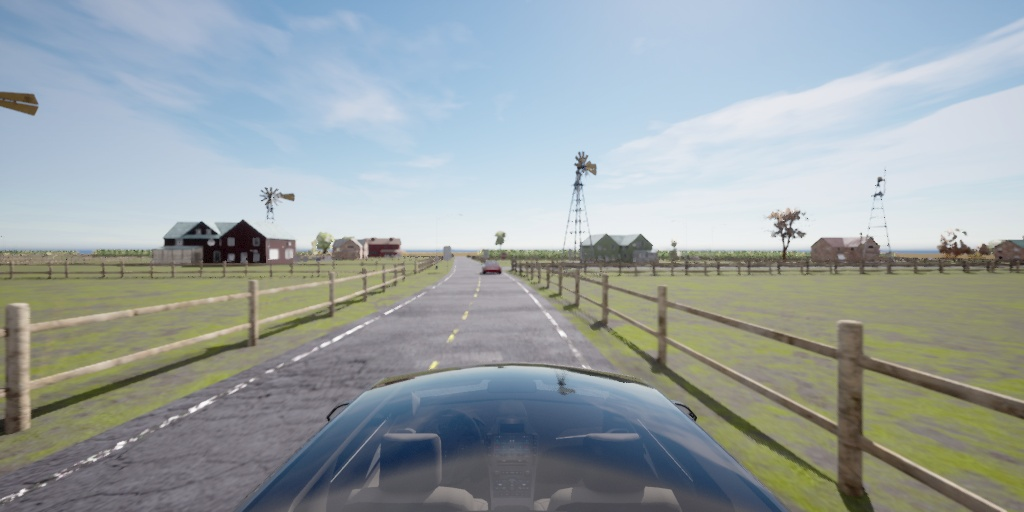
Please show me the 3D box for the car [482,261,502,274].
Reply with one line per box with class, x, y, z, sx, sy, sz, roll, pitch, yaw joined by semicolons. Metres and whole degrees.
car;-2.229;1.214;39.029;1.994;1.385;4.181;0;0;-8
